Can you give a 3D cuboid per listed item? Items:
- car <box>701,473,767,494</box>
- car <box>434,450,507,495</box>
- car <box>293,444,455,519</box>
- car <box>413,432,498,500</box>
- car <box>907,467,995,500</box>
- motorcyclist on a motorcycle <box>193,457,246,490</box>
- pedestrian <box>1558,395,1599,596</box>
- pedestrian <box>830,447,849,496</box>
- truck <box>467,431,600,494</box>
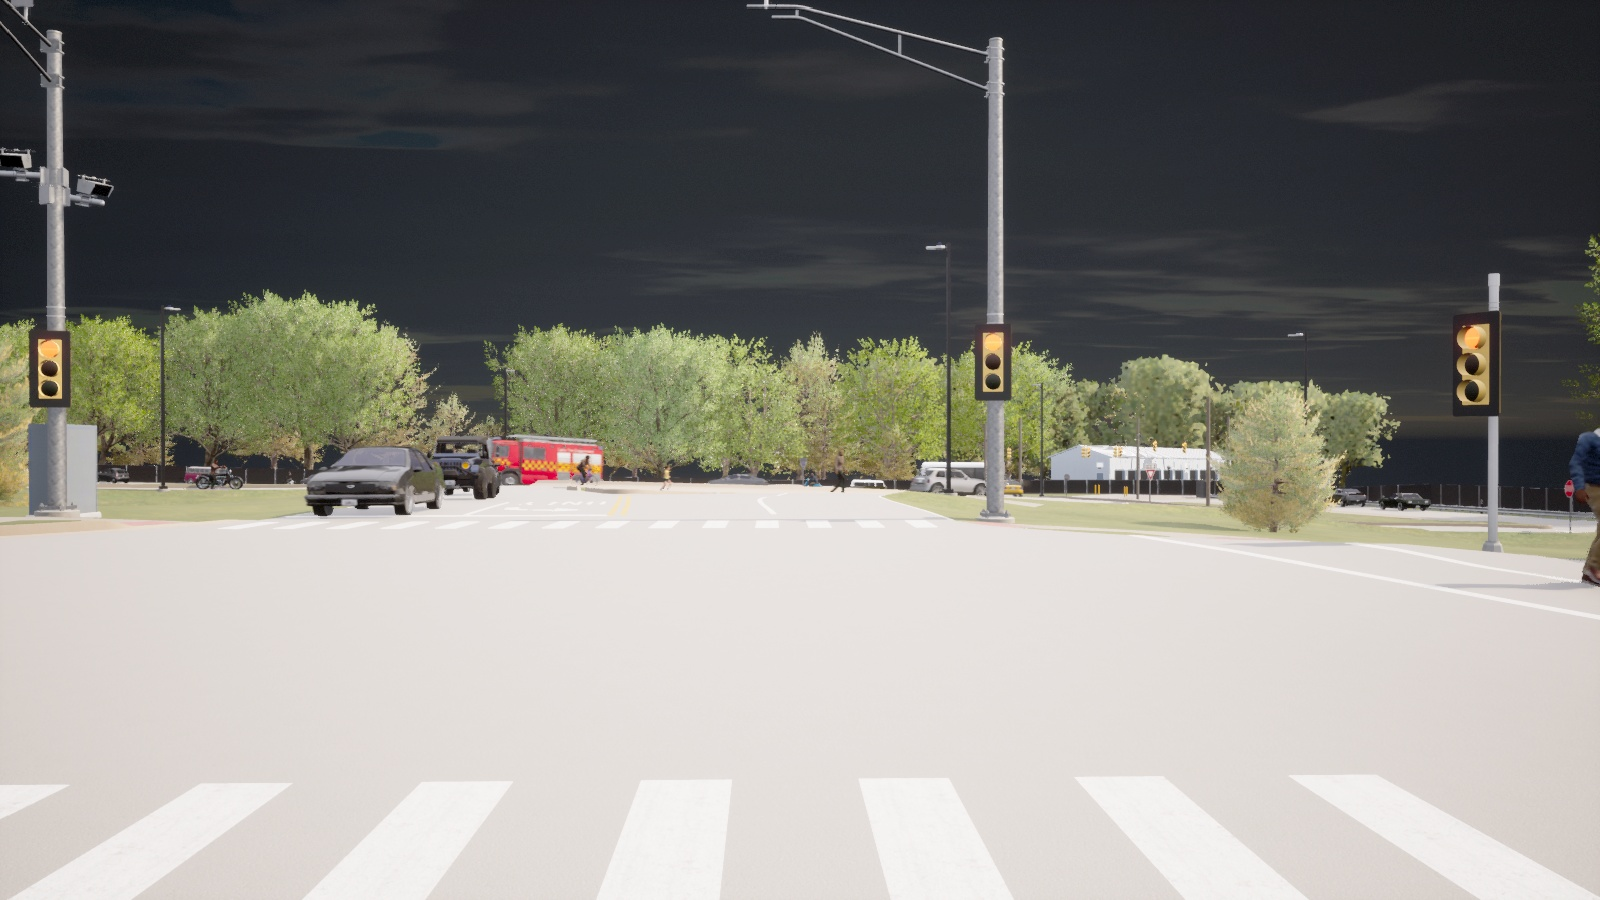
[{"bbox_3d":[-4.955,2.526,94.521,4.902,1.511,2.128,0,-5,-2],"label":"car"},{"bbox_3d":[-12.002,0.810,45.508,2.128,1.511,4.902,0,-1,-20],"label":"car"},{"bbox_3d":[-8.811,0.607,26.510,2.033,1.411,5.357,0,0,-5],"label":"car"},{"bbox_3d":[-10.017,0.484,36.776,1.905,1.878,3.866,0,-1,-8],"label":"car"},{"bbox_3d":[7.407,1.639,61.505,3.806,1.475,1.970,3,-1,-28],"label":"car"},{"bbox_3d":[-30.050,1.225,65.022,2.350,1.649,0.766,0,1,-7],"label":"motorcyclist on a motorcycle"},{"bbox_3d":[7.941,0.438,12.337,0.423,1.949,0.788,0,1,-9],"label":"pedestrian"},{"bbox_3d":[1.520,0.813,48.175,0.634,1.846,0.331,0,1,27],"label":"pedestrian"},{"bbox_3d":[-18.606,0.947,87.996,8.468,3.827,2.891,4,-5,-31],"label":"truck"}]
